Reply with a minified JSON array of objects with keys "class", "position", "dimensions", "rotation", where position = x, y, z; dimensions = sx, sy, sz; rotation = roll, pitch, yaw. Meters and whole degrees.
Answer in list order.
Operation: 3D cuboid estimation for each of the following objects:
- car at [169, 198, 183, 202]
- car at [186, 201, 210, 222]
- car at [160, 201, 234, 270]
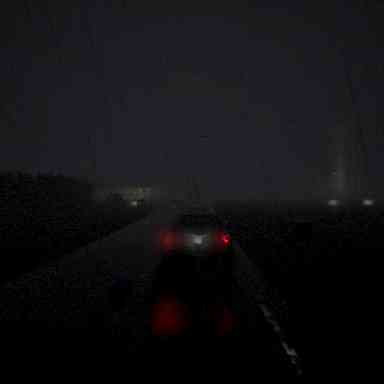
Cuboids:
[{"class":"car","position":[-1.952,1.536,41.083],"dimensions":[2.128,1.511,4.902],"rotation":[0,0,3]},{"class":"car","position":[0.509,1.556,27.705],"dimensions":[1.812,1.442,4.674],"rotation":[0,0,2]},{"class":"car","position":[0.170,1.366,11.195],"dimensions":[2.097,1.767,4.553],"rotation":[0,0,1]}]
